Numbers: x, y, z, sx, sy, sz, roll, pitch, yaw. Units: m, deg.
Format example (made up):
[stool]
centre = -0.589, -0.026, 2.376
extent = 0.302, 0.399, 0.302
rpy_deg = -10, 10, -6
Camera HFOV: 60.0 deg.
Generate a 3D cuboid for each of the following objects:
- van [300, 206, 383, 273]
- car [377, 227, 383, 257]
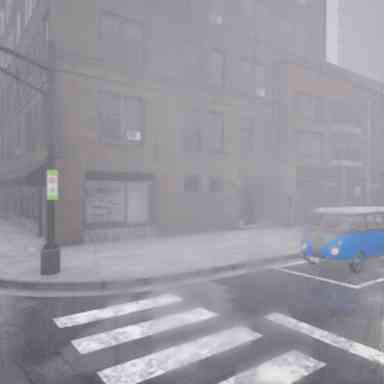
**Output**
[van]
centre = 5.093, 1.353, 10.399
extent = 3.998, 1.788, 1.690
rpy_deg = 0, 0, -36
[car]
centre = 6.934, 1.562, 8.355
extent = 5.357, 1.411, 2.033
rpy_deg = 0, 0, -39
